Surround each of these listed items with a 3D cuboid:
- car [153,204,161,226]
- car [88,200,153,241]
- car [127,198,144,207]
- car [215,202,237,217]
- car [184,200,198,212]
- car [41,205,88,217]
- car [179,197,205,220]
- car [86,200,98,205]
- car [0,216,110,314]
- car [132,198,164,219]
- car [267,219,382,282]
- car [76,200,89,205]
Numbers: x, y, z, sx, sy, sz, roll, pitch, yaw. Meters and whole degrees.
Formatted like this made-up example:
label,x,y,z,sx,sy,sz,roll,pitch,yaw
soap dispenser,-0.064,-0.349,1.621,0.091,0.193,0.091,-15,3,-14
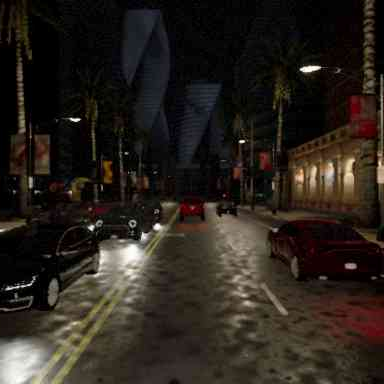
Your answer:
label,x,y,z,sx,sy,sz,roll,pitch,yaw
car,-3.474,1.723,22.194,1.994,1.385,4.181,0,0,0
car,-3.524,1.470,17.375,2.097,1.767,4.553,0,0,1
car,-10.409,1.899,61.734,2.231,1.521,4.892,0,0,-1
car,3.511,1.724,34.367,2.128,1.511,4.902,0,0,0
car,-0.096,1.809,44.745,1.837,1.490,4.892,0,0,0
car,-7.019,1.669,17.864,2.033,1.411,5.357,0,0,1
car,0.017,1.428,30.231,2.150,2.045,5.566,0,0,0
car,-7.031,1.669,28.222,1.882,1.535,5.008,0,0,0
car,-3.581,1.560,7.949,1.837,1.490,4.892,0,0,0
car,-3.534,1.541,27.842,2.097,1.767,4.553,0,0,0
car,3.610,1.546,10.015,1.882,1.535,5.008,0,0,0
car,-10.110,1.574,32.362,2.185,1.767,4.553,0,0,-1
